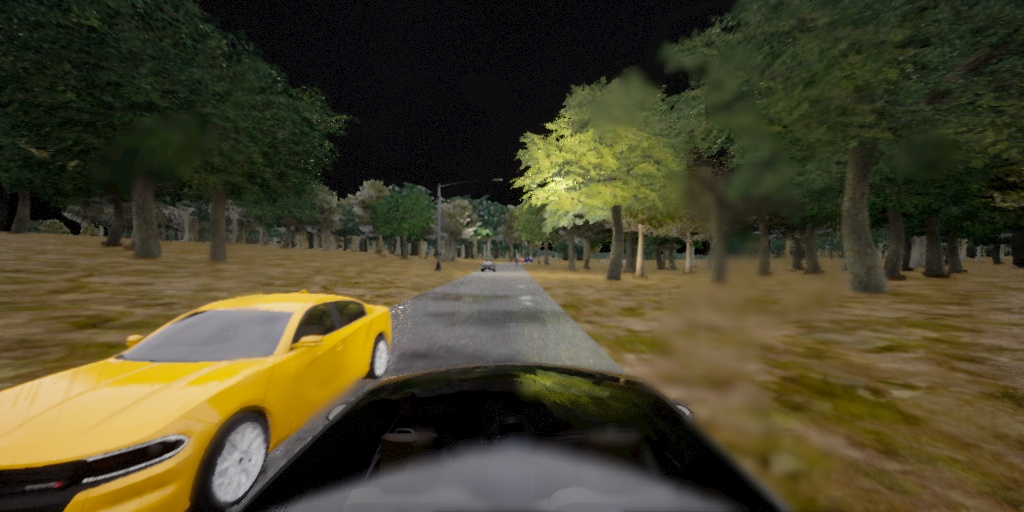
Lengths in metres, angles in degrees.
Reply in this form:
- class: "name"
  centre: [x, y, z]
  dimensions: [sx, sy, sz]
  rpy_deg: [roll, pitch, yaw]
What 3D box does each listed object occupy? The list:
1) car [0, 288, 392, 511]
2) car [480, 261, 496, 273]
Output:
- class: "car"
  centre: [-3.098, 1.245, 4.510]
  dimensions: [1.882, 1.535, 5.008]
  rpy_deg: [0, -1, 0]
- class: "car"
  centre: [-3.065, 1.400, 47.289]
  dimensions: [2.033, 1.411, 5.357]
  rpy_deg: [0, 0, 0]
